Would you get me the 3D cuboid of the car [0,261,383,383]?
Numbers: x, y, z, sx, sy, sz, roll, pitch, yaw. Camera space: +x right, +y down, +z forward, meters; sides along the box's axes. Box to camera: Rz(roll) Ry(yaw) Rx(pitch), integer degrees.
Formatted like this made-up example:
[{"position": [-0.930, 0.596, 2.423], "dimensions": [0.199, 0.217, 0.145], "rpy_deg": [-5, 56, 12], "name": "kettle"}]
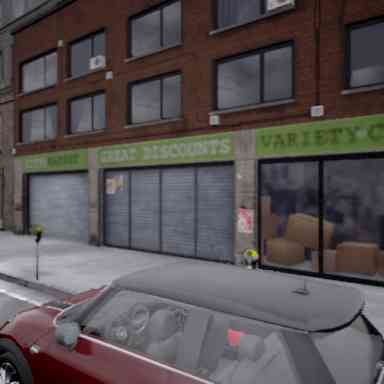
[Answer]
[{"position": [-0.220, 1.439, 3.236], "dimensions": [4.097, 1.590, 1.967], "rpy_deg": [0, 0, 36], "name": "car"}]
